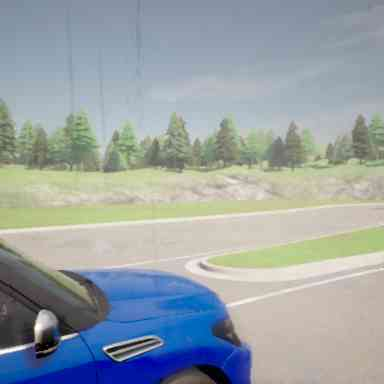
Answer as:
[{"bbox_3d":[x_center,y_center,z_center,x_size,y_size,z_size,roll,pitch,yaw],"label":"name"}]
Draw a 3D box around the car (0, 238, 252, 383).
[{"bbox_3d":[-2.109,1.222,2.240,5.566,2.045,2.150,0,0,-35],"label":"car"}]
